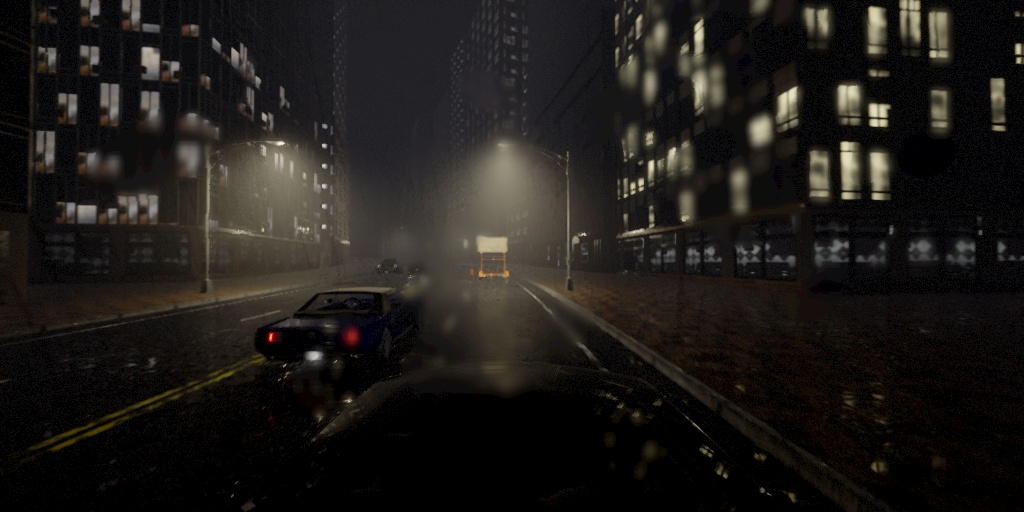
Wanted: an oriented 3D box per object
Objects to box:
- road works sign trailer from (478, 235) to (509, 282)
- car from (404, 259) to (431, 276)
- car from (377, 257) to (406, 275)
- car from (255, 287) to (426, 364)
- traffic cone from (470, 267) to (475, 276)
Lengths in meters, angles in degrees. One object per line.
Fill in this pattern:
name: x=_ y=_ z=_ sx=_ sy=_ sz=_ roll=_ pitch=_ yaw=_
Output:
road works sign trailer: x=-1.529 y=0.155 z=28.642 sx=2.380 sy=3.560 sz=2.880 roll=0 pitch=0 yaw=-8
car: x=-9.335 y=1.243 z=36.372 sx=1.994 sy=1.385 sz=4.181 roll=0 pitch=0 yaw=-9
car: x=-12.878 y=1.027 z=38.015 sx=2.097 sy=1.767 sz=4.553 roll=0 pitch=0 yaw=-9
car: x=-3.297 y=1.344 z=8.091 sx=1.895 sy=1.301 sz=4.718 roll=0 pitch=0 yaw=-2
traffic cone: x=-3.845 y=1.633 z=35.389 sx=0.340 sy=0.580 sz=0.340 roll=0 pitch=0 yaw=-8
